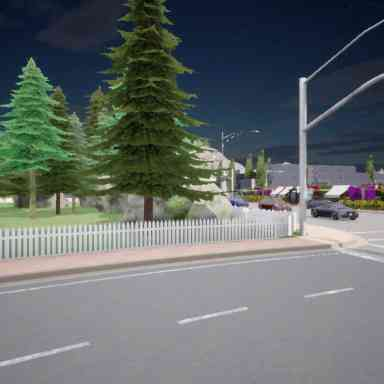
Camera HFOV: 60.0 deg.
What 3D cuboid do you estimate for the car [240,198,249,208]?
[{"bbox_3d":[6.409,1.533,47.613,1.882,1.535,5.008,0,0,-17],"label":"car"}]

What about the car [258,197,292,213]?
[{"bbox_3d":[9.337,1.408,37.718,2.097,1.767,4.553,0,0,-16],"label":"car"}]

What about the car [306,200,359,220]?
[{"bbox_3d":[12.090,1.619,28.427,1.994,1.385,4.181,0,0,-16],"label":"car"}]
